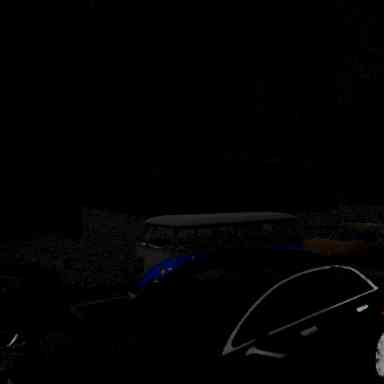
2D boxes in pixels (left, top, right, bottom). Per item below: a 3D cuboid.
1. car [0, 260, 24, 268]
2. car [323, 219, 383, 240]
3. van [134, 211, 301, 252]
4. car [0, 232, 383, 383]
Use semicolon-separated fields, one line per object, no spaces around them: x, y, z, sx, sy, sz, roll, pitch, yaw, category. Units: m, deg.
-3.779;1.566;3.956;4.313;1.339;1.947;0;0;-36;car
4.933;1.525;10.177;4.829;1.417;1.752;0;0;-36;car
0.646;1.341;7.116;3.998;1.788;1.690;0;0;-36;van
0.628;1.505;3.830;4.892;1.490;1.837;0;0;-36;car
